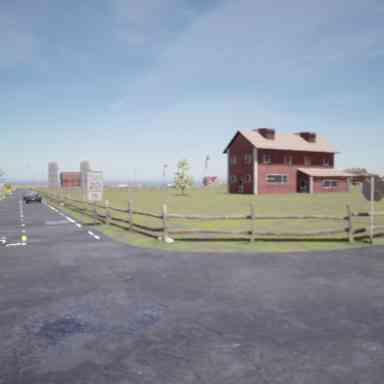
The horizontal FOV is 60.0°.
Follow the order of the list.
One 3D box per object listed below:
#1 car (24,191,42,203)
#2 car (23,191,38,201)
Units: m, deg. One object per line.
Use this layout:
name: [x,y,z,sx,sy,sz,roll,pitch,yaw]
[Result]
car: [-21.176,0.679,44.372,2.128,1.511,4.902,-1,1,-27]
car: [-26.303,0.568,54.011,2.033,1.411,5.357,-1,1,-27]
